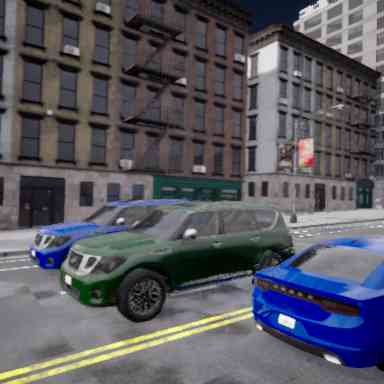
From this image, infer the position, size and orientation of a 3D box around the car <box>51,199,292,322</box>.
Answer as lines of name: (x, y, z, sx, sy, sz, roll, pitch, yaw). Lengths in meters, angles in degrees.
car: (0.000, 1.266, 7.677, 5.566, 2.045, 2.150, 1, 0, -35)

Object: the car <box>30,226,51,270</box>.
car: (-1.889, 1.266, 10.321, 5.566, 2.045, 2.150, 1, 0, -35)

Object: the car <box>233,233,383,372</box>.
car: (3.244, 1.535, 5.754, 5.008, 1.535, 1.882, 0, 0, -35)
